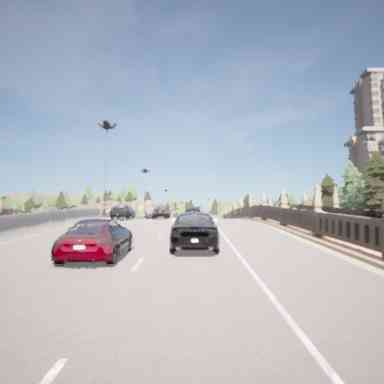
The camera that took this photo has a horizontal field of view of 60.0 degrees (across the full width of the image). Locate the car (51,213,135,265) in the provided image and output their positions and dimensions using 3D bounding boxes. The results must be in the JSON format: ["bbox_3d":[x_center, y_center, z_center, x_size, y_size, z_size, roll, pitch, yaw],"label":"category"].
[{"bbox_3d":[-3.402,1.659,12.035,1.994,1.385,4.181,0,0,0],"label":"car"}]

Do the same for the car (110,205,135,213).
[{"bbox_3d":[-6.904,2.014,33.384,2.128,1.511,4.902,0,-3,0],"label":"car"}]

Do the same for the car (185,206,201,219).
[{"bbox_3d":[0.095,2.610,42.063,1.837,1.490,4.892,0,-5,0],"label":"car"}]

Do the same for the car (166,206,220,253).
[{"bbox_3d":[0.098,1.590,14.284,1.882,1.535,5.008,0,0,0],"label":"car"}]

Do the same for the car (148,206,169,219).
[{"bbox_3d":[-3.405,2.357,38.157,2.033,1.411,5.357,0,-4,0],"label":"car"}]

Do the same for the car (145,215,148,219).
[{"bbox_3d":[-6.908,4.382,57.925,1.994,1.385,4.181,0,-6,0],"label":"car"}]
